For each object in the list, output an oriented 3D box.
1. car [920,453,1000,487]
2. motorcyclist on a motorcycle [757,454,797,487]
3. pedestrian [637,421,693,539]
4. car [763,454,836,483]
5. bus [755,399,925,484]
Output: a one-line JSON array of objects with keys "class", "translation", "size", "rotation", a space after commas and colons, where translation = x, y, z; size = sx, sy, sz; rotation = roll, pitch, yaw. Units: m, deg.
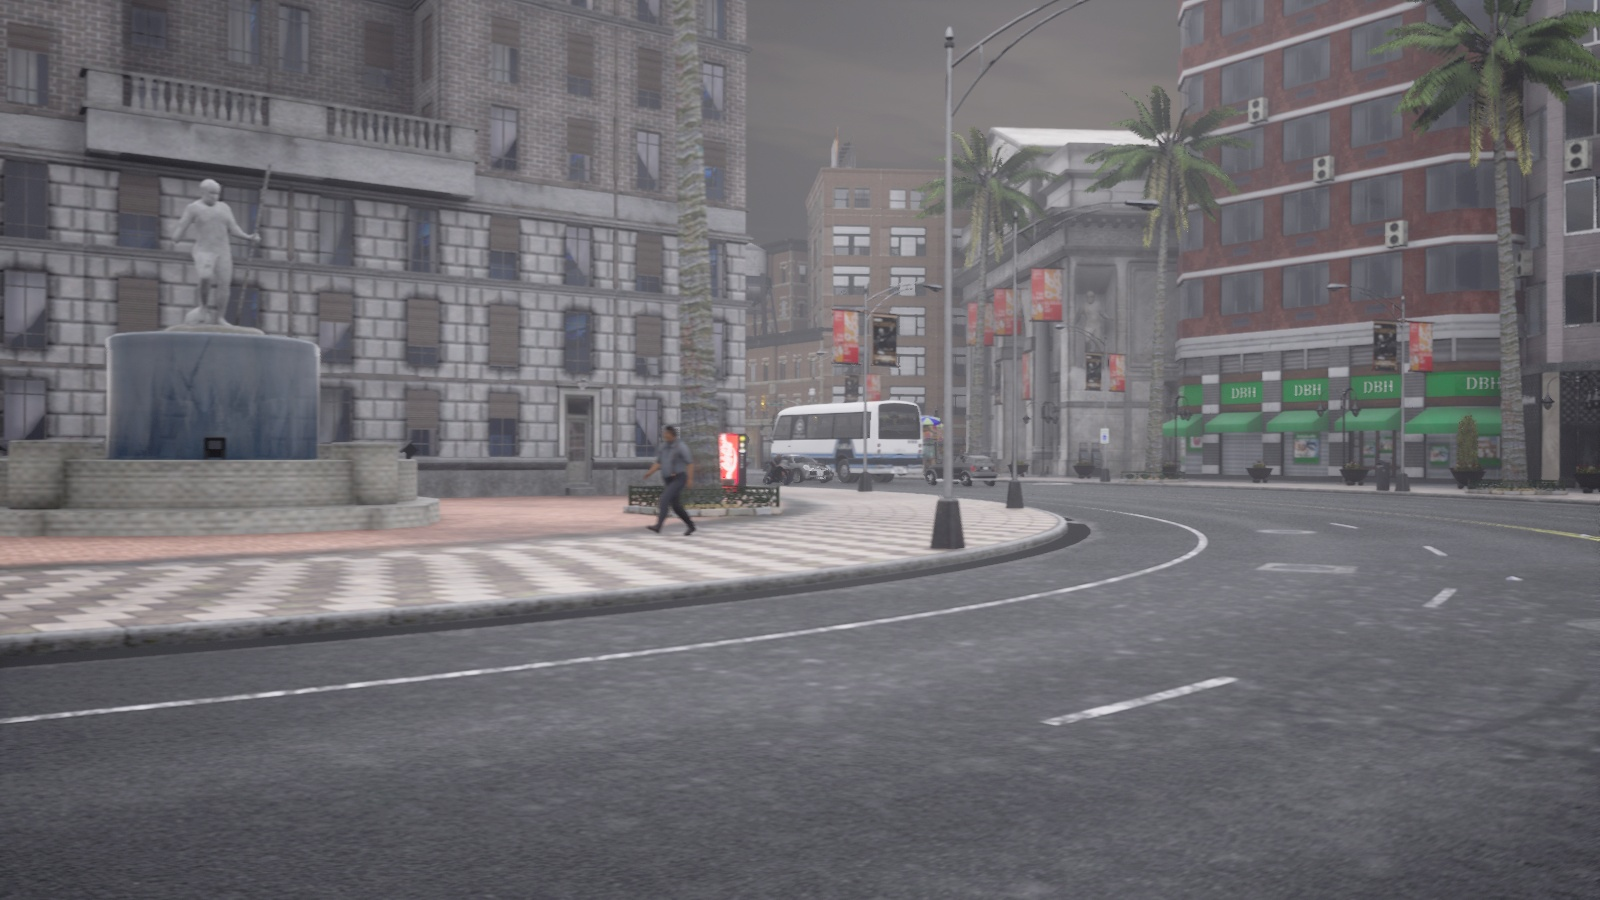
[{"class": "car", "translation": [7.583, 0.917, 59.890], "size": [1.789, 1.549, 3.705], "rotation": [0, 0, -34]}, {"class": "motorcyclist on a motorcycle", "translation": [-1.112, 0.983, 60.421], "size": [0.866, 1.530, 2.191], "rotation": [0, 0, -34]}, {"class": "pedestrian", "translation": [-2.149, 0.470, 20.031], "size": [0.694, 1.848, 0.540], "rotation": [0, 0, -43]}, {"class": "car", "translation": [-0.058, 0.928, 64.912], "size": [1.970, 1.475, 3.806], "rotation": [0, 0, -34]}, {"class": "bus", "translation": [1.958, -0.405, 68.288], "size": [3.944, 4.253, 10.273], "rotation": [0, 0, -34]}]
